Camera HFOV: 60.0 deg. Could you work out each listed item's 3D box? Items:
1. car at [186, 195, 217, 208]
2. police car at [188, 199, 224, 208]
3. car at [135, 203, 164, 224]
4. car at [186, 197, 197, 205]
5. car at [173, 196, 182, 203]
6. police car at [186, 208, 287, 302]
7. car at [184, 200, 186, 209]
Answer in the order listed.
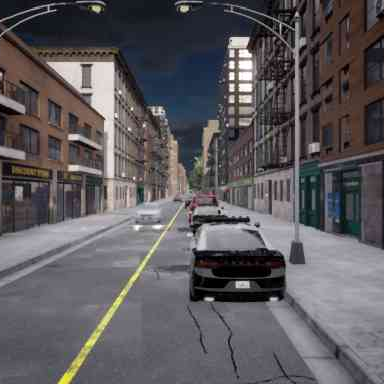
[{"bbox_3d":[0.860,1.239,24.361,2.150,2.045,5.566,0,0,0],"label":"car"},{"bbox_3d":[0.870,1.434,18.440,1.930,1.638,5.238,0,0,0],"label":"police car"},{"bbox_3d":[-3.141,1.541,25.249,1.812,1.442,4.674,0,0,0],"label":"car"},{"bbox_3d":[-0.099,1.630,59.885,1.994,1.385,4.181,0,0,0],"label":"car"},{"bbox_3d":[-3.118,1.636,71.937,2.033,1.411,5.357,0,0,0],"label":"car"},{"bbox_3d":[0.886,1.427,8.440,1.930,1.638,5.238,0,0,0],"label":"police car"},{"bbox_3d":[-0.064,1.549,46.494,1.837,1.490,4.892,0,0,0],"label":"car"}]
